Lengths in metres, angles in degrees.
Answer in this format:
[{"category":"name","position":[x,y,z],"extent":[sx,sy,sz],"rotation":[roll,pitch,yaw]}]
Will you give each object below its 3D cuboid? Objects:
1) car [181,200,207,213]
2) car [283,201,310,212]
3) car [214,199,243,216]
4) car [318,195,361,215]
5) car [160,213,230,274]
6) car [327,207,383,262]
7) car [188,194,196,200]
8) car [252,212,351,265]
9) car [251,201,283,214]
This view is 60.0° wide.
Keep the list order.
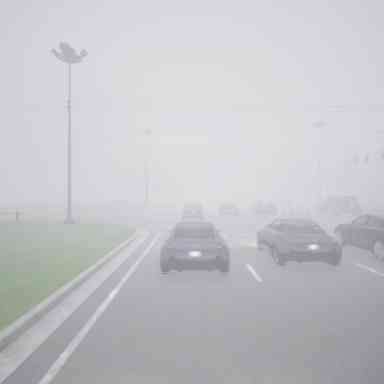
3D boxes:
[{"category":"car","position":[0.077,1.641,27.999],"extent":[2.033,1.411,5.357],"rotation":[0,0,0]},{"category":"car","position":[10.564,1.640,33.957],"extent":[1.812,1.442,4.674],"rotation":[0,0,0]},{"category":"car","position":[3.575,1.676,33.438],"extent":[1.994,1.385,4.181],"rotation":[0,0,0]},{"category":"car","position":[14.078,1.329,32.014],"extent":[2.150,2.045,5.566],"rotation":[0,0,0]},{"category":"car","position":[0.081,1.600,10.738],"extent":[1.994,1.385,4.181],"rotation":[0,0,0]},{"category":"car","position":[7.083,1.520,12.352],"extent":[1.882,1.535,5.008],"rotation":[0,0,0]},{"category":"car","position":[-0.062,1.545,95.437],"extent":[2.150,2.045,5.566],"rotation":[0,0,0]},{"category":"car","position":[3.582,1.603,11.808],"extent":[1.994,1.385,4.181],"rotation":[0,0,0]},{"category":"car","position":[7.076,1.602,32.924],"extent":[2.128,1.511,4.902],"rotation":[0,0,0]}]
